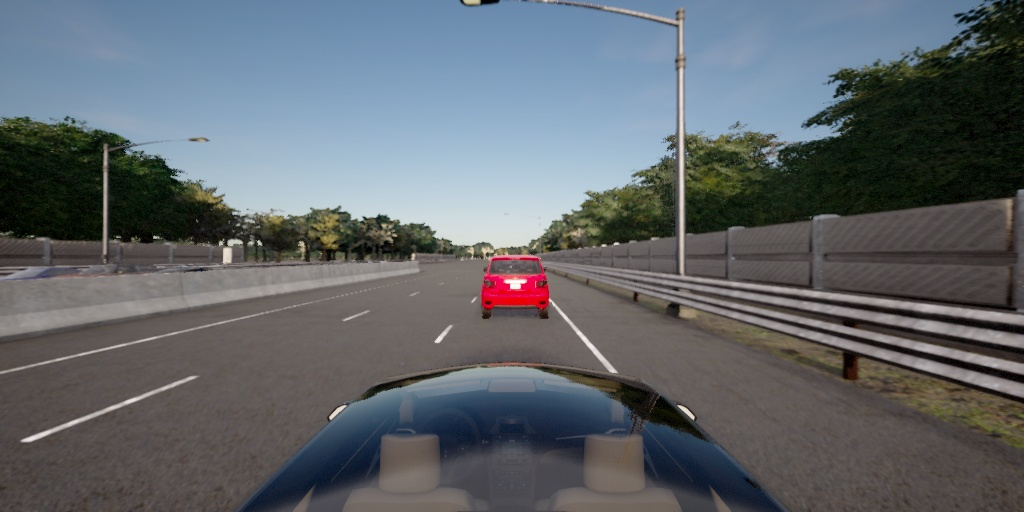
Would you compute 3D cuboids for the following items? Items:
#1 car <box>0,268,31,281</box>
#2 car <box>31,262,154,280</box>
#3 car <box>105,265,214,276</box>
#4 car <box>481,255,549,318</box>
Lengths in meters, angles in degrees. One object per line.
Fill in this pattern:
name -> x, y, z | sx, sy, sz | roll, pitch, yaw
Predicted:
car -> -24.503, 1.328, 18.695 | 1.812, 1.442, 4.674 | 0, 0, 0
car -> -21.002, 1.153, 18.811 | 2.097, 1.767, 4.553 | 0, 0, 0
car -> -17.502, 1.349, 18.780 | 1.837, 1.490, 4.892 | 0, 0, 0
car -> 0.099, 0.992, 13.178 | 2.150, 2.045, 5.566 | 0, 0, 0
